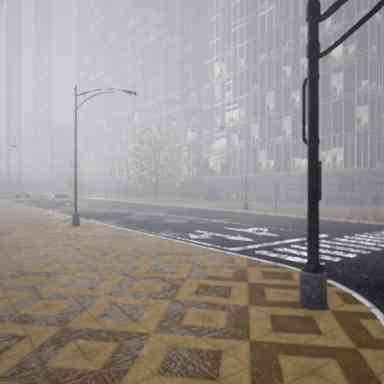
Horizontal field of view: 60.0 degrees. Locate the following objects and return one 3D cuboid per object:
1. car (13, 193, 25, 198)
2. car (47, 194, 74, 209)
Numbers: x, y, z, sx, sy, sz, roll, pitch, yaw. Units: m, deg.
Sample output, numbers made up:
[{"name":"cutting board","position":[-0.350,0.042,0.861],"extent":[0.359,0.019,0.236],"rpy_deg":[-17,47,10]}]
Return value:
[{"name":"car","position":[-24.829,0.402,48.395],"extent":[1.994,1.385,4.181],"rpy_deg":[0,1,-38]},{"name":"car","position":[-13.243,0.907,33.535],"extent":[1.812,1.442,4.674],"rpy_deg":[0,1,-38]}]
